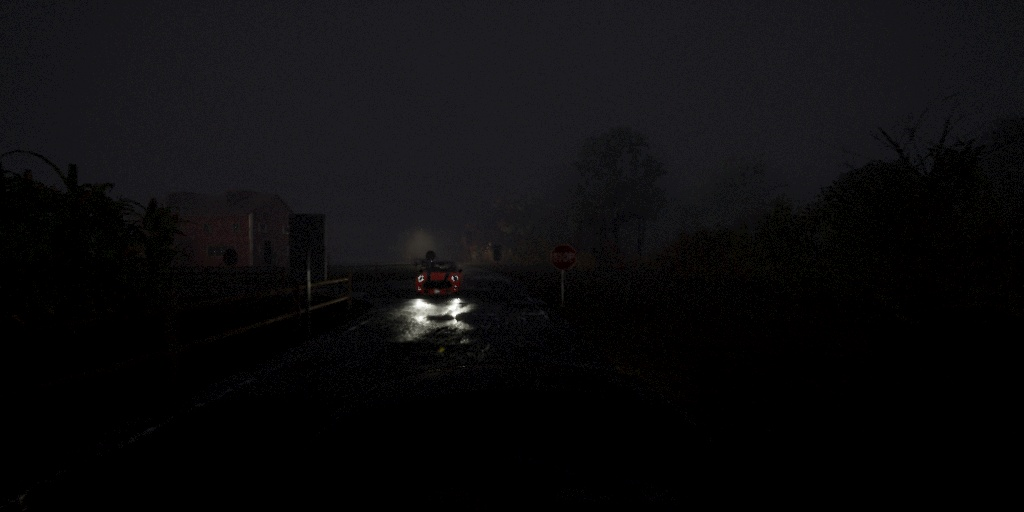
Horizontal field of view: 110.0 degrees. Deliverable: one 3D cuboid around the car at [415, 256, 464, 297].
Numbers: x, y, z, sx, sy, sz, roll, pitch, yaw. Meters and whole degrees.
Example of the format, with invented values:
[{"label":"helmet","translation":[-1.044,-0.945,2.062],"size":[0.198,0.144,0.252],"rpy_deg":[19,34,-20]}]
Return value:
[{"label":"car","translation":[-3.612,1.027,18.532],"size":[2.097,1.767,4.553],"rpy_deg":[0,0,-5]}]
